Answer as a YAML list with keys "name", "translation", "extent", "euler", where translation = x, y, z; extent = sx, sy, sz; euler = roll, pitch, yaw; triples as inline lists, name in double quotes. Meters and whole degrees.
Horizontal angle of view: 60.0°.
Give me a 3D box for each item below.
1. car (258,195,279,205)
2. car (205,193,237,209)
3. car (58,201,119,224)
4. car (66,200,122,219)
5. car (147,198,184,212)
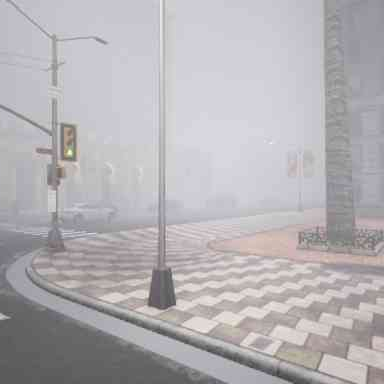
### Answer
- name: "car"
  translation: [13.289, 1.356, 57.763]
  extent: [2.097, 1.767, 4.553]
  euler: [0, 0, 38]
- name: "car"
  translation: [4.122, 1.227, 46.128]
  extent: [2.150, 2.045, 5.566]
  euler: [0, 0, 38]
- name: "car"
  translation: [-7.860, 1.529, 25.112]
  extent: [1.812, 1.442, 4.674]
  euler: [0, 0, 39]
- name: "car"
  translation: [-8.686, 1.530, 29.897]
  extent: [1.812, 1.442, 4.674]
  euler: [0, 0, 39]
- name: "car"
  translation: [-2.884, 1.511, 37.260]
  extent: [1.837, 1.490, 4.892]
  euler: [0, 0, 38]
